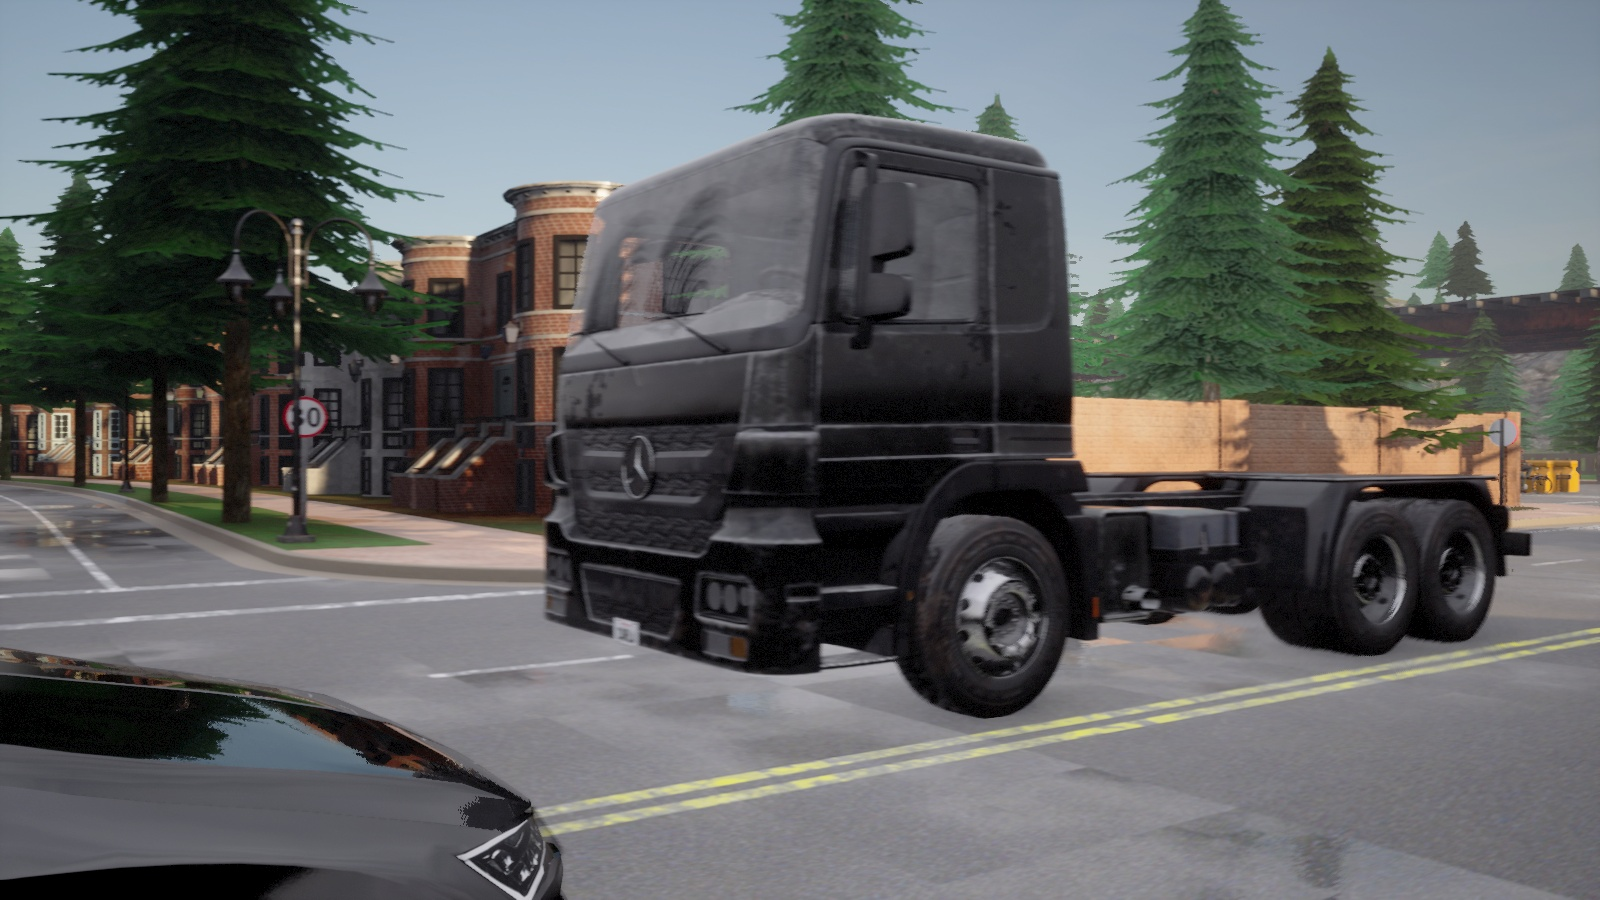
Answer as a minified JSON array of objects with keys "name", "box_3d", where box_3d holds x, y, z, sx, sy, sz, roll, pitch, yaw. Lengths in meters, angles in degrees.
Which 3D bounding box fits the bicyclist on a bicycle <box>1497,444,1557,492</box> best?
[{"name":"bicyclist on a bicycle","box_3d":[27.263,0.673,47.128,0.659,1.776,1.843,0,0,-35]}]

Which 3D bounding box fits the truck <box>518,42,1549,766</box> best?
[{"name":"truck","box_3d":[2.201,-0.218,9.459,7.936,3.462,2.891,0,0,-35]}]

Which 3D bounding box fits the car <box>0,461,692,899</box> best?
[{"name":"car","box_3d":[-2.446,0.768,1.956,4.193,1.474,1.816,0,0,-35]}]
